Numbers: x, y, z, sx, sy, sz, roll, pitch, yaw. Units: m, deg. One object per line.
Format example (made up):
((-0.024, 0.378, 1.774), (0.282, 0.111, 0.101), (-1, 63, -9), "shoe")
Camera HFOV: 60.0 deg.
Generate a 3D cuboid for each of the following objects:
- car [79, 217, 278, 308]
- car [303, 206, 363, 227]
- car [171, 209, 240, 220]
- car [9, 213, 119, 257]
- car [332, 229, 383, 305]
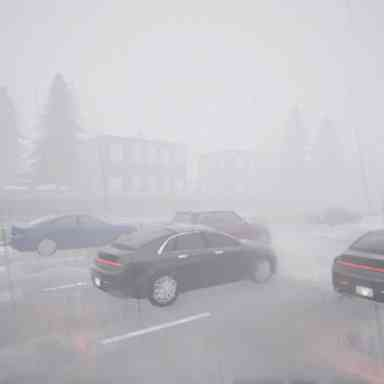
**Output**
((0.058, 1.569, 8.133), (4.892, 1.490, 1.837), (0, -1, -36), "car")
((10.383, 1.749, 24.369), (5.357, 1.411, 2.033), (0, -1, -36), "car")
((1.068, 1.456, 13.212), (4.553, 1.767, 2.097), (0, -1, -36), "car")
((-4.545, 1.577, 13.439), (5.008, 1.535, 1.882), (0, -1, -36), "car")
((5.088, 1.570, 7.480), (4.892, 1.490, 1.837), (0, -1, -36), "car")
